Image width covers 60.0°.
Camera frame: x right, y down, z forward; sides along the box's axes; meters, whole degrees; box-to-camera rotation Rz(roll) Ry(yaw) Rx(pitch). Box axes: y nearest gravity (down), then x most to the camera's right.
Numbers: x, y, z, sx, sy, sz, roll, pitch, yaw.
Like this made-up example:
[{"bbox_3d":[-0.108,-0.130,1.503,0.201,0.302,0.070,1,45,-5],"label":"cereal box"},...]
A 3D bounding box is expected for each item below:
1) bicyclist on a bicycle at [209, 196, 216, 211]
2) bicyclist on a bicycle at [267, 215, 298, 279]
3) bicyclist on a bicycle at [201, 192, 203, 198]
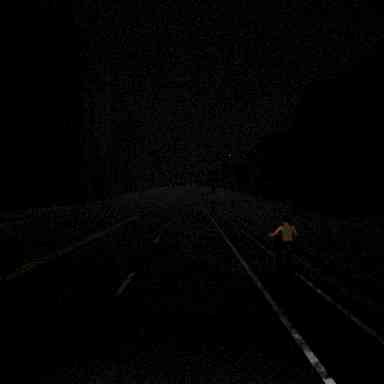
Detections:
[{"bbox_3d":[2.312,1.295,37.960,0.866,1.612,1.509,0,0,0],"label":"bicyclist on a bicycle"},{"bbox_3d":[2.512,1.427,9.041,0.866,1.612,1.509,0,0,0],"label":"bicyclist on a bicycle"},{"bbox_3d":[2.281,0.850,74.984,0.582,1.620,1.656,0,1,0],"label":"bicyclist on a bicycle"}]
